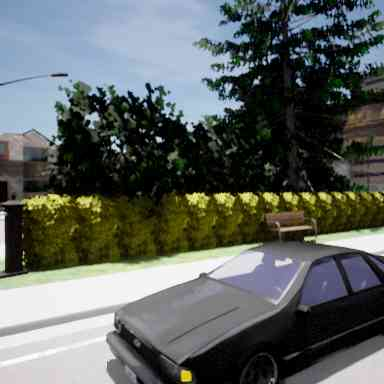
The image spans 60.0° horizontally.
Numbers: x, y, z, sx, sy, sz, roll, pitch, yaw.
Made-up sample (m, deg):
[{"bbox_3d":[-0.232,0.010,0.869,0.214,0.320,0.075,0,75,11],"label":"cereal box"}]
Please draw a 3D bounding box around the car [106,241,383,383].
[{"bbox_3d":[1.551,1.523,5.021,5.357,1.411,2.033,0,0,-34],"label":"car"}]
